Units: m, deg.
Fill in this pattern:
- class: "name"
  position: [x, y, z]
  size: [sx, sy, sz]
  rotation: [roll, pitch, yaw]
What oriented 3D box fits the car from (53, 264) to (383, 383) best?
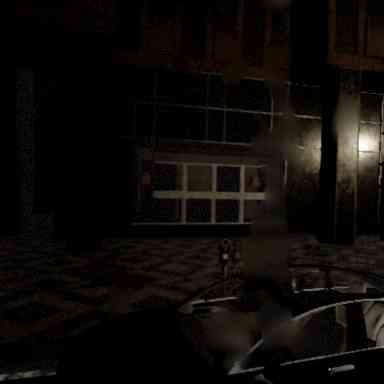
- class: "car"
  position: [0.961, 1.486, 3.272]
  size: [4.403, 1.369, 2.008]
  rotation: [1, 1, -15]
